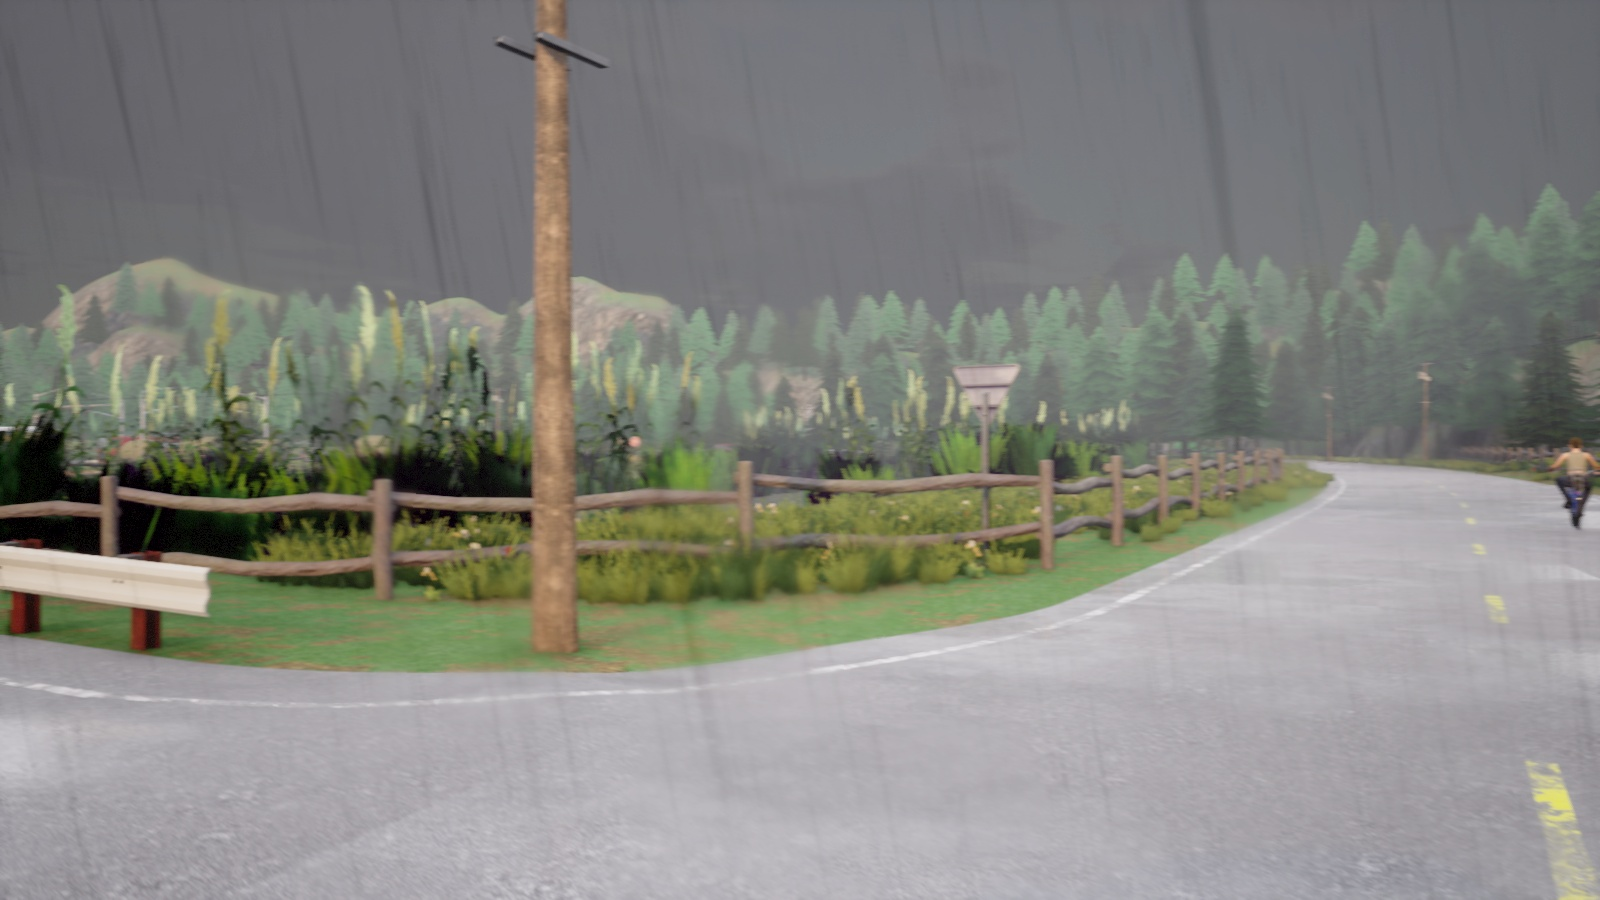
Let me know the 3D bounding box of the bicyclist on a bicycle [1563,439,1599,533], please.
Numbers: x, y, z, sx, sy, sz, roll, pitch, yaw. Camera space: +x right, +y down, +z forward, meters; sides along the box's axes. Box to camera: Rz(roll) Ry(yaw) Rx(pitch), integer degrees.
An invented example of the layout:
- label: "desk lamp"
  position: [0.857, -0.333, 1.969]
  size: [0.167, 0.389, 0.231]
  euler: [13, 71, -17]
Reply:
- label: "bicyclist on a bicycle"
  position: [14.020, 0.609, 22.157]
  size: [0.866, 1.612, 1.509]
  euler: [0, 0, 28]
